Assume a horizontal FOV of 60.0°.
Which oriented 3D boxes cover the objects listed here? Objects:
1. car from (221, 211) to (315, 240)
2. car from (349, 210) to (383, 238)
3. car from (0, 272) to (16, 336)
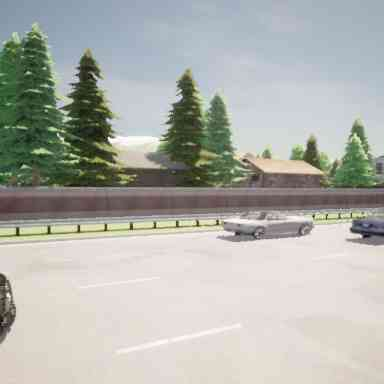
[{"bbox_3d":[3.942,1.592,16.895,4.718,1.301,1.895,0,0,-27],"label":"car"},{"bbox_3d":[10.024,1.537,16.063,5.357,1.411,2.033,0,0,-27],"label":"car"},{"bbox_3d":[-4.794,1.563,4.596,4.181,1.385,1.994,0,0,-27],"label":"car"}]
